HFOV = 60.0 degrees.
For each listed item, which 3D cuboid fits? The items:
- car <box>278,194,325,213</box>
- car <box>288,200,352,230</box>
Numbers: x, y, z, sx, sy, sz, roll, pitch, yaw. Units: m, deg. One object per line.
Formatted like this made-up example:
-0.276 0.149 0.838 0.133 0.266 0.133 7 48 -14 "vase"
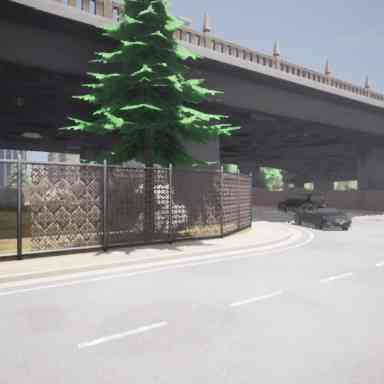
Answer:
11.515 1.219 35.121 2.150 2.045 5.566 0 0 -24 "car"
8.109 1.503 21.018 1.837 1.490 4.892 1 0 -6 "car"
